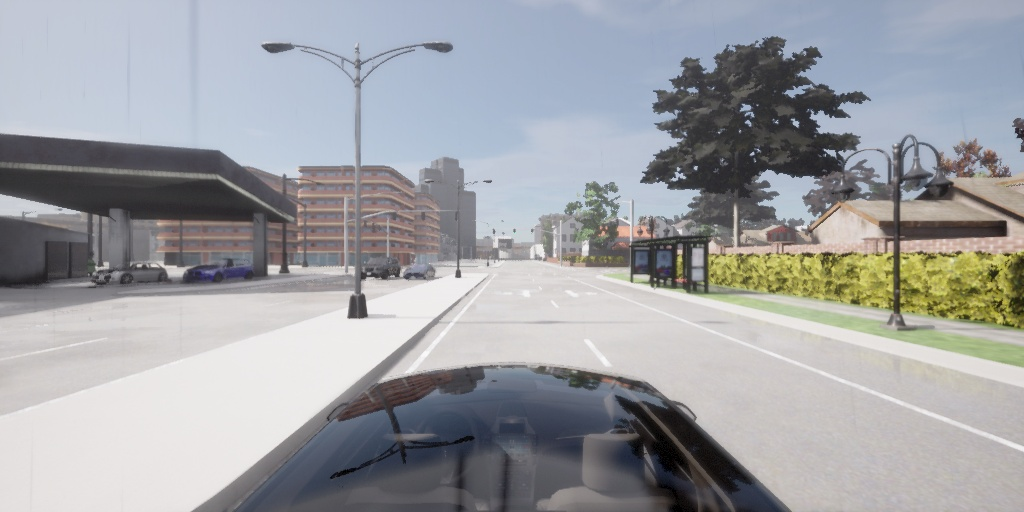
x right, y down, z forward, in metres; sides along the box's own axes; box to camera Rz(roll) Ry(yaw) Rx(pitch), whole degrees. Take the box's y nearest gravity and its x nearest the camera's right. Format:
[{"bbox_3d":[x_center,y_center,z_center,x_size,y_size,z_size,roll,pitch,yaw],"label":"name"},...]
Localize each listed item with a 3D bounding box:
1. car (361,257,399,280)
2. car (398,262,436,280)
[{"bbox_3d":[-11.500,1.074,31.570,2.150,2.045,5.566,0,0,0],"label":"car"},{"bbox_3d":[-8.000,1.349,31.600,2.033,1.411,5.357,0,0,0],"label":"car"}]
